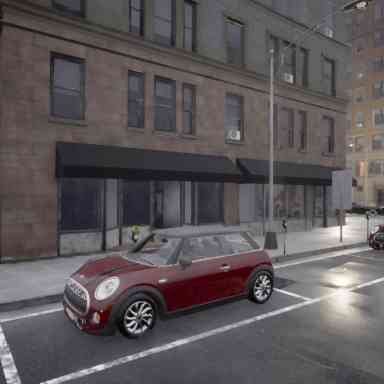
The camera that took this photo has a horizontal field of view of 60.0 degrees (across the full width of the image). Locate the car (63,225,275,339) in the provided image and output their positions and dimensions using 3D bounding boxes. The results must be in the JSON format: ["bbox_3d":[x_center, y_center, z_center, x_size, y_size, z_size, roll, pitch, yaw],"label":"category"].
[{"bbox_3d":[-0.327,1.441,6.513,4.097,1.590,1.967,0,0,-35],"label":"car"}]

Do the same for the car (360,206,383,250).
[{"bbox_3d":[8.632,1.445,12.872,4.097,1.590,1.967,0,0,-35],"label":"car"}]

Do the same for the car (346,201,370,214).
[{"bbox_3d":[15.589,1.532,30.734,1.895,1.301,4.718,1,0,-36],"label":"car"}]
